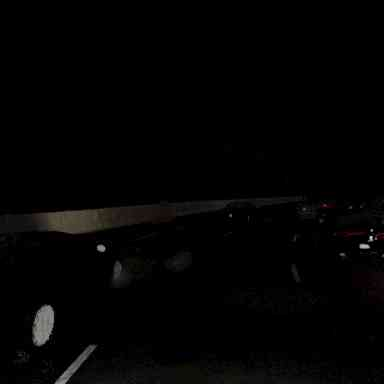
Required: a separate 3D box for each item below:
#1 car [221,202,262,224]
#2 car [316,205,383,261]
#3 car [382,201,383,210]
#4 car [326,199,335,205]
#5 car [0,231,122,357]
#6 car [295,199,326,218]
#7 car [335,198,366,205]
[{"bbox_3d":[3.848,1.477,25.195,1.882,1.535,5.008,0,0,28],"label":"car"},{"bbox_3d":[5.879,1.477,12.334,1.882,1.535,5.008,0,0,17],"label":"car"},{"bbox_3d":[20.882,1.352,34.415,2.097,1.767,4.553,0,0,29],"label":"car"},{"bbox_3d":[16.874,1.564,41.620,1.994,1.385,4.181,0,0,29],"label":"car"},{"bbox_3d":[-2.856,1.477,6.245,1.882,1.535,5.008,0,0,7],"label":"car"},{"bbox_3d":[10.779,1.564,30.527,1.994,1.385,4.181,0,0,28],"label":"car"},{"bbox_3d":[14.424,1.353,29.926,2.097,1.767,4.553,0,0,28],"label":"car"}]
